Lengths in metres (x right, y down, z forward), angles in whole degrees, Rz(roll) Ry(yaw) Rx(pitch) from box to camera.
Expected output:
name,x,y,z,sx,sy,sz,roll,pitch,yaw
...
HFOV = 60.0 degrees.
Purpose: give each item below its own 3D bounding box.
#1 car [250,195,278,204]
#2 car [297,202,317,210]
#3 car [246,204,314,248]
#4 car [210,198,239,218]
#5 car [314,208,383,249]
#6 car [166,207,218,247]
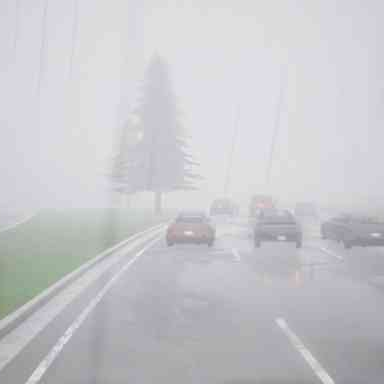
name,x,y,z,sx,sy,sz,roll,pitch,yaw
car,6.439,1.258,29.798,2.150,2.045,5.566,0,0,17
car,9.782,1.563,28.760,2.033,1.411,5.357,0,0,17
car,3.535,1.495,14.713,2.128,1.511,4.902,0,0,5
car,3.070,1.366,30.749,2.097,1.767,4.553,0,0,17
car,7.021,1.572,14.407,1.994,1.385,4.181,0,0,5
car,0.048,1.572,15.020,1.994,1.385,4.181,0,0,5
